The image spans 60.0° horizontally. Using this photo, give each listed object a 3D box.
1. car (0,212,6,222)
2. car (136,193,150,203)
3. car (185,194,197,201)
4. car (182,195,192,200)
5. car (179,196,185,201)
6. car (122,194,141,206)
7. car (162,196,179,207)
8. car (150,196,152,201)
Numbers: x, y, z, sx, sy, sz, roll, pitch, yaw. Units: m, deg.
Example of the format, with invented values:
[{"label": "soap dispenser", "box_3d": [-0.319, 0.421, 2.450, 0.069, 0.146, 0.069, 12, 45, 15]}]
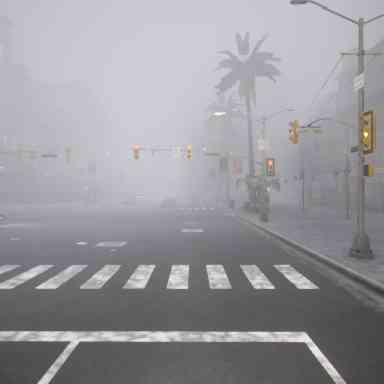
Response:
[{"label": "car", "box_3d": [-14.834, 1.564, 22.219, 4.181, 1.385, 1.994, 0, 0, -8]}, {"label": "car", "box_3d": [-10.510, 1.221, 66.989, 2.150, 2.045, 5.566, 0, 0, 0]}, {"label": "car", "box_3d": [-0.023, 1.355, 82.038, 2.097, 1.767, 4.553, 0, 0, -4]}, {"label": "car", "box_3d": [-1.384, 1.553, 95.572, 1.994, 1.385, 4.181, 0, 0, -12]}, {"label": "car", "box_3d": [-3.512, 1.553, 81.762, 1.994, 1.385, 4.181, 0, 0, -4]}, {"label": "car", "box_3d": [-10.538, 1.547, 56.742, 2.033, 1.411, 5.357, 0, 0, 1]}, {"label": "car", "box_3d": [-3.438, 1.564, 50.100, 1.994, 1.385, 4.181, 0, 0, 0]}, {"label": "car", "box_3d": [-10.498, 1.478, 77.441, 1.882, 1.535, 5.008, 0, 0, 0]}]
